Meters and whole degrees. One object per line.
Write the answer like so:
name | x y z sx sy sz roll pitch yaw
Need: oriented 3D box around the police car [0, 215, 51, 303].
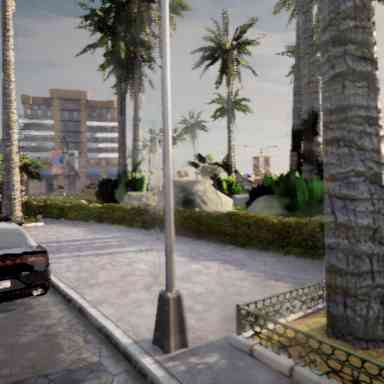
police car | -4.845 1.383 7.745 1.930 1.638 5.238 -2 1 -38
